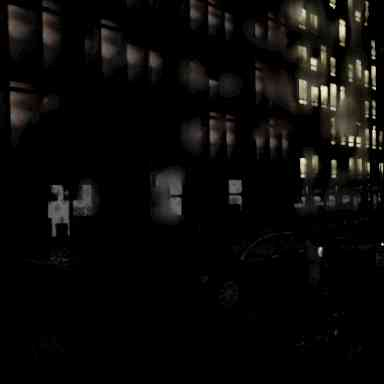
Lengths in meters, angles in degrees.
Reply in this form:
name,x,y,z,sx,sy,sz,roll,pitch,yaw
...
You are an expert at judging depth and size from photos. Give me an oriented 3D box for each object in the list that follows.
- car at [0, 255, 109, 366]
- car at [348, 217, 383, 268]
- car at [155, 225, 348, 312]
name,x,y,z,sx,sy,sz,roll,pitch,yaw
car,-3.348,1.547,4.188,4.507,1.381,1.887,-1,0,-35
car,5.918,1.483,10.772,4.206,1.307,1.802,-1,0,-35
car,1.285,1.502,7.481,4.403,1.369,2.008,-1,0,-35
